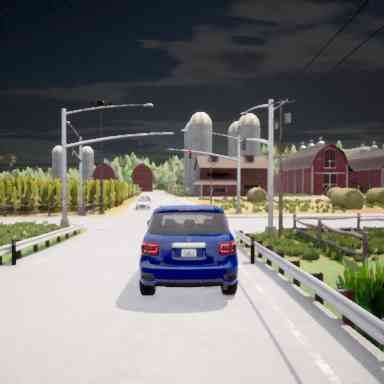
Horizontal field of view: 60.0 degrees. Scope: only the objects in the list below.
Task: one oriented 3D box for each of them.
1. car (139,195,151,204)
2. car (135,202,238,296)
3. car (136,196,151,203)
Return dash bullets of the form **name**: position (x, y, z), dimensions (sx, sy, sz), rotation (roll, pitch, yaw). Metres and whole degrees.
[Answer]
- **car**: position (-8.241, 1.340, 58.369), dimensions (1.994, 1.385, 4.181), rotation (0, 1, -8)
- **car**: position (-0.110, 1.369, 9.166), dimensions (2.150, 2.045, 5.566), rotation (0, -2, -1)
- **car**: position (-6.407, 1.528, 43.820), dimensions (1.812, 1.442, 4.674), rotation (0, 1, -7)
